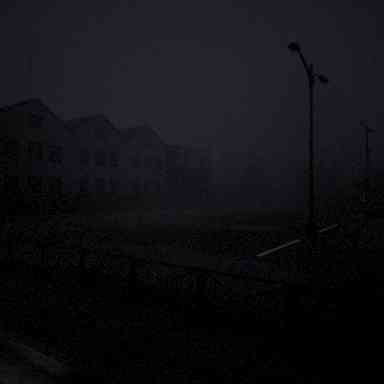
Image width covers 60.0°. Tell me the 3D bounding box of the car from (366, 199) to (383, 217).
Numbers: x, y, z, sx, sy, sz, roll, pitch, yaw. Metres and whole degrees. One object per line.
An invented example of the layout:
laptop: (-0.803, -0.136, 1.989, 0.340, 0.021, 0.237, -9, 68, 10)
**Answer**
car: (15.375, 1.298, 26.844, 2.007, 1.523, 4.514, 0, 0, 35)
